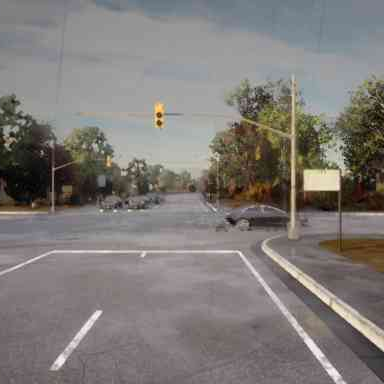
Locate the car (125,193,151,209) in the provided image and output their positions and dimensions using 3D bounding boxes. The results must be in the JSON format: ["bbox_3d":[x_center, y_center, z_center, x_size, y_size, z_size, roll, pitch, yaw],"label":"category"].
[{"bbox_3d":[-7.059,1.333,43.992,2.097,1.767,4.553,0,0,0],"label":"car"}]

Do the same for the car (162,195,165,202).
[{"bbox_3d":[-6.938,1.462,72.990,1.837,1.490,4.892,0,0,0],"label":"car"}]

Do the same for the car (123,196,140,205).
[{"bbox_3d":[-10.525,1.521,58.134,2.033,1.411,5.357,0,0,0],"label":"car"}]

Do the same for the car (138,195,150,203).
[{"bbox_3d":[-10.438,1.490,72.309,1.812,1.442,4.674,0,0,0],"label":"car"}]

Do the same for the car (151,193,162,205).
[{"bbox_3d":[-7.027,1.198,58.633,2.150,2.045,5.566,0,0,0],"label":"car"}]

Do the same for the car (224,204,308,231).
[{"bbox_3d":[4.388,1.485,19.928,4.902,1.511,2.128,0,0,3],"label":"car"}]

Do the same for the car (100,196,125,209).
[{"bbox_3d":[-10.560,1.333,43.953,2.097,1.767,4.553,0,0,0],"label":"car"}]
